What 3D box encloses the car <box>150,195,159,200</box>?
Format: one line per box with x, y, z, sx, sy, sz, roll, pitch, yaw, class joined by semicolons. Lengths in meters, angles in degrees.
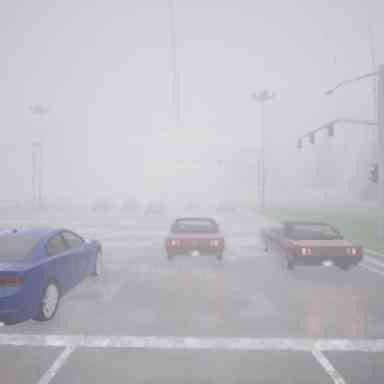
-10.538;1.500;93.413;2.128;1.511;4.902;0;0;0;car

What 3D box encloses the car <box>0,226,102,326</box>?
-3.402;1.480;7.231;1.882;1.535;5.008;0;0;0;car

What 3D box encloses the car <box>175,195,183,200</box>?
-3.538;1.497;93.415;2.128;1.511;4.902;0;0;0;car

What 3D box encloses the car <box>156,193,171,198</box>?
-7.033;1.248;82.684;2.150;2.045;5.566;0;0;0;car

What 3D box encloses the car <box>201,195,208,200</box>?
3.462;1.522;93.417;1.994;1.385;4.181;0;0;0;car

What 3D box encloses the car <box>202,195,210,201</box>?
3.466;1.563;82.792;2.033;1.411;5.357;0;0;0;car

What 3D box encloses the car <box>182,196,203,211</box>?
0.084;1.537;40.541;1.812;1.442;4.674;0;0;0;car

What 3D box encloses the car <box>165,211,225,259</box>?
0.095;1.605;12.515;1.895;1.301;4.718;0;0;0;car

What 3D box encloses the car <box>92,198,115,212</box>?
-10.415;1.502;39.406;2.128;1.511;4.902;0;0;0;car

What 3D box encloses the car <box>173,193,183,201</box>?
-3.533;1.249;82.980;2.150;2.045;5.566;0;0;0;car

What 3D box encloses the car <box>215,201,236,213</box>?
3.585;1.611;36.221;1.895;1.301;4.718;0;0;0;car

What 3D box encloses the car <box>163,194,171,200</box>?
-7.038;1.453;93.414;1.882;1.535;5.008;0;0;0;car

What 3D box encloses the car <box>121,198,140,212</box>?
-6.914;1.516;38.536;1.837;1.490;4.892;0;0;0;car

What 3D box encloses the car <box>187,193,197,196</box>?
-0.033;1.248;82.904;2.150;2.045;5.566;0;0;0;car

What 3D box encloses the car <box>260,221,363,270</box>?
3.596;1.604;11.028;1.895;1.301;4.718;0;0;0;car

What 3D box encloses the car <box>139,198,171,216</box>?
-3.411;1.556;32.101;2.033;1.411;5.357;0;0;0;car

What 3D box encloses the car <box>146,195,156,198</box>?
-10.534;1.576;83.652;1.994;1.385;4.181;0;0;0;car
